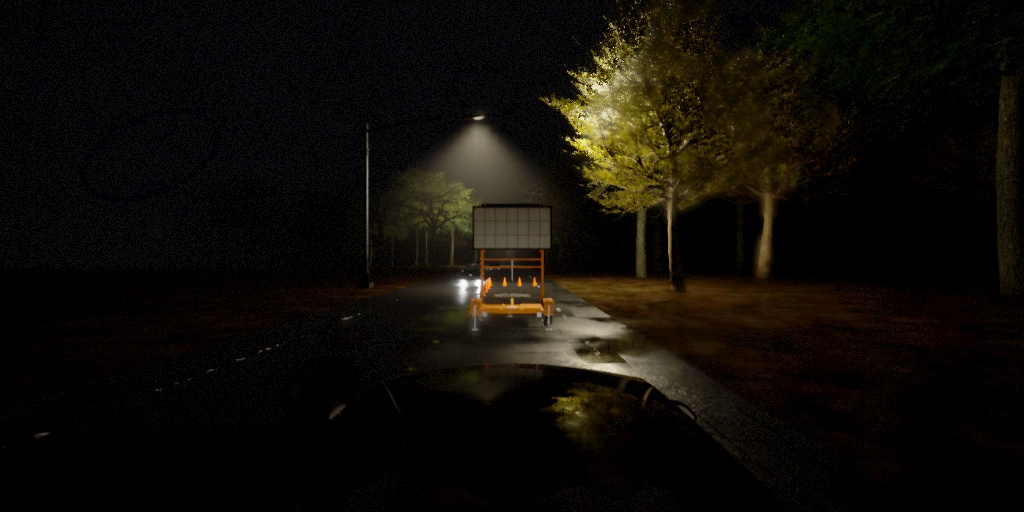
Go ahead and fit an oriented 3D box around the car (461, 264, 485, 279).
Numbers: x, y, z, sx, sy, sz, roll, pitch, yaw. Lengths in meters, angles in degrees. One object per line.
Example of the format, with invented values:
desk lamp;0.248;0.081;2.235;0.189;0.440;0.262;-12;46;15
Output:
car;-3.597;1.381;33.407;1.895;1.301;4.718;0;0;0

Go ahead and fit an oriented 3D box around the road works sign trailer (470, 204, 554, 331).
road works sign trailer;0.009;0.216;11.000;2.380;3.560;2.880;0;0;0
